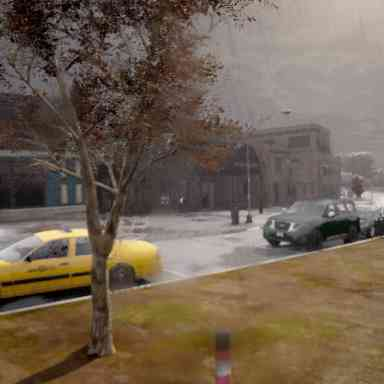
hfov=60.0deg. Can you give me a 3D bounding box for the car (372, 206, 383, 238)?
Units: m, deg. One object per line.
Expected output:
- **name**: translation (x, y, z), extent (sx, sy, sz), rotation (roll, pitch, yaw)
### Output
- **car**: translation (9.747, 1.631, 18.737), extent (4.892, 1.521, 2.231), rotation (1, 2, -43)

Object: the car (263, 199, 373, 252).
- **car**: translation (5.575, 1.357, 14.964), extent (5.566, 2.045, 2.435), rotation (1, 2, -41)

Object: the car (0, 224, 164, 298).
- **car**: translation (-3.270, 1.587, 7.869), extent (5.366, 1.575, 1.946), rotation (1, 2, -35)
